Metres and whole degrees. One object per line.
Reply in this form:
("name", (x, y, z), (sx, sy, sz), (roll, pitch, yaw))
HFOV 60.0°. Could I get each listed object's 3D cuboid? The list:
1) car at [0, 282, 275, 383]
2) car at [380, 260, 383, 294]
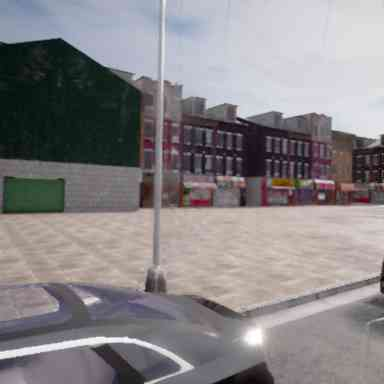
("car", (-1.632, 1.467, 1.961), (4.902, 1.511, 2.128), (1, 0, -34))
("car", (6.114, 1.405, 7.240), (4.553, 1.767, 2.097), (1, 0, -34))
